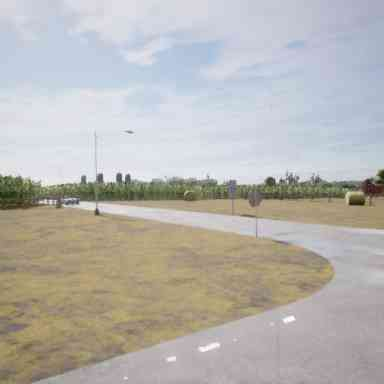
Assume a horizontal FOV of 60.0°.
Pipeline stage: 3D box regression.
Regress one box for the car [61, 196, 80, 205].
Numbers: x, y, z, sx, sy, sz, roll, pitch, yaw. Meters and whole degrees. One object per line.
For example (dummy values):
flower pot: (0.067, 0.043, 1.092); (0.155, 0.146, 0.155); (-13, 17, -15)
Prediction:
car: (-18.443, 1.267, 50.049); (1.895, 1.301, 4.718); (-2, 1, -35)
